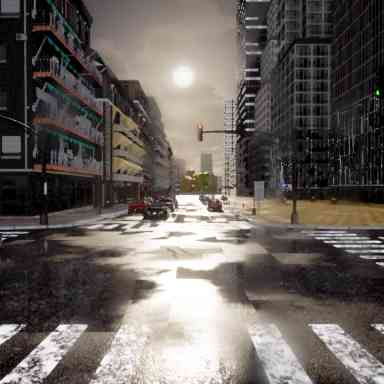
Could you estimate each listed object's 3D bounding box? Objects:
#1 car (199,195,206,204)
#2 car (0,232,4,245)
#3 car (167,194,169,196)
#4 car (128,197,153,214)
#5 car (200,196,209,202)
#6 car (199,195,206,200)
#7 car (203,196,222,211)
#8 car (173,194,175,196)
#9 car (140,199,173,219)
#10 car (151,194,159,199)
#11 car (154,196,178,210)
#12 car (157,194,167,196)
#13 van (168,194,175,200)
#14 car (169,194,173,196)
[{"bbox_3d":[2.774,1.551,63.617,2.008,1.369,4.403,-1,0,0],"label":"car"},{"bbox_3d":[-9.328,1.593,12.160,4.181,1.385,1.994,0,1,-10],"label":"car"},{"bbox_3d":[-5.587,1.439,57.927,1.967,1.590,4.097,-1,0,0],"label":"car"},{"bbox_3d":[-5.631,1.540,35.332,1.887,1.381,4.507,-1,0,0],"label":"car"},{"bbox_3d":[2.797,1.548,74.915,1.887,1.381,4.507,-1,0,0],"label":"car"},{"bbox_3d":[2.831,1.534,92.033,1.752,1.417,4.829,-1,0,0],"label":"car"},{"bbox_3d":[2.728,1.540,41.021,1.887,1.381,4.507,-1,0,0],"label":"car"},{"bbox_3d":[-5.531,1.322,86.173,2.192,1.841,5.009,-1,0,0],"label":"car"},{"bbox_3d":[-3.042,1.560,29.105,1.994,1.385,4.181,0,0,0],"label":"car"},{"bbox_3d":[-5.621,1.436,40.981,1.967,1.590,4.097,-1,0,0],"label":"car"},{"bbox_3d":[-3.017,1.500,39.015,1.837,1.490,4.892,0,0,0],"label":"car"},{"bbox_3d":[-5.600,1.312,52.279,2.192,1.841,5.009,-1,0,0],"label":"car"},{"bbox_3d":[-5.519,1.350,91.820,1.690,1.788,3.998,-1,0,0],"label":"van"},{"bbox_3d":[-5.562,1.583,69.226,1.802,1.307,4.206,-1,0,0],"label":"car"}]
